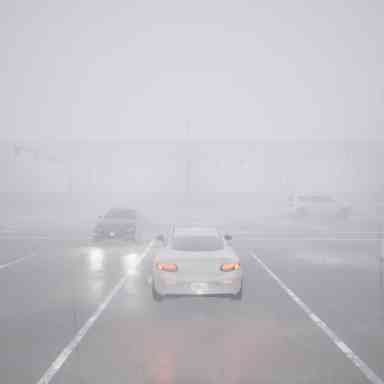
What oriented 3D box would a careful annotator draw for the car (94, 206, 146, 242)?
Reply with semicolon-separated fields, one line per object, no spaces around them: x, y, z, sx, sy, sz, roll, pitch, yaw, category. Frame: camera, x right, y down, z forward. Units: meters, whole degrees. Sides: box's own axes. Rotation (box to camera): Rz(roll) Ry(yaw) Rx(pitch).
-3.381;1.504;16.402;1.837;1.490;4.892;2;0;-1;car

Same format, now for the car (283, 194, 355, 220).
10.418;1.188;27.528;5.566;2.045;2.150;0;0;2;car

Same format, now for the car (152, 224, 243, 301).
0.073;1.527;8.249;1.812;1.442;4.674;0;0;-1;car

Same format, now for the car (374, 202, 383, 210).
23.300;1.401;37.885;4.674;1.442;1.812;-1;0;2;car
